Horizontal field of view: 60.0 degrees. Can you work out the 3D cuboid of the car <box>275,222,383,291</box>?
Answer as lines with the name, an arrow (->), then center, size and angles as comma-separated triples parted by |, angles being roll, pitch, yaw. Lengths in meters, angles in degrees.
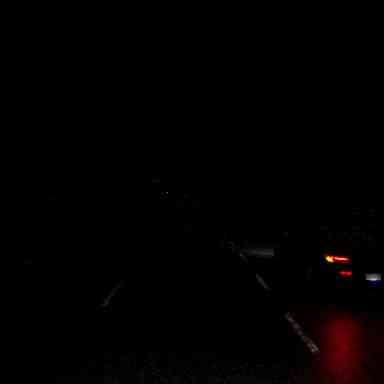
car -> 3.593, 1.526, 8.909 | 1.812, 1.442, 4.674 | 0, 0, 0

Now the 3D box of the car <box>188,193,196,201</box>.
car -> 0.002, 1.288, 89.419 | 2.150, 2.045, 5.566 | 0, 0, 0

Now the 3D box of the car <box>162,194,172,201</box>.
car -> -6.998, 1.564, 89.389 | 1.837, 1.490, 4.892 | 0, 0, 0

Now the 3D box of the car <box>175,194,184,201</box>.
car -> -3.498, 1.589, 89.805 | 1.812, 1.442, 4.674 | 0, 0, 0
